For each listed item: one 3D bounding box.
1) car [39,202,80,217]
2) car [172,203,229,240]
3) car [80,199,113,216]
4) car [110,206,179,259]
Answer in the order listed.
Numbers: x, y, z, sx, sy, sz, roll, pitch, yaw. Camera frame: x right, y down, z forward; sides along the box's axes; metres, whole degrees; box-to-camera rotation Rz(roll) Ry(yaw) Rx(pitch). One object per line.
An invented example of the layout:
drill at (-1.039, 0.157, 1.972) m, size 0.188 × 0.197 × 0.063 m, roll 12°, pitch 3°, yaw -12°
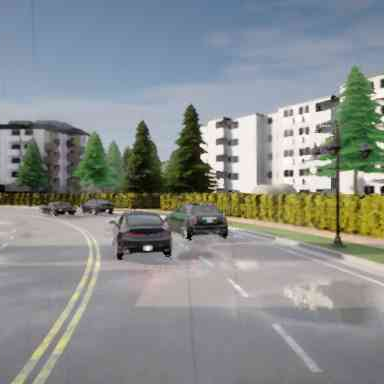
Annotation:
car at (-12.686, 1.598, 31.296) m, size 1.895 × 1.301 × 4.718 m, roll 0°, pitch 0°, yaw -43°
car at (0.097, 1.329, 17.135) m, size 2.097 × 1.767 × 4.553 m, roll 0°, pitch 0°, yaw -20°
car at (-9.478, 1.490, 32.852) m, size 1.837 × 1.490 × 4.892 m, roll 0°, pitch 0°, yaw -41°
car at (-2.019, 1.494, 12.719) m, size 1.837 × 1.490 × 4.892 m, roll 0°, pitch 0°, yaw -15°
